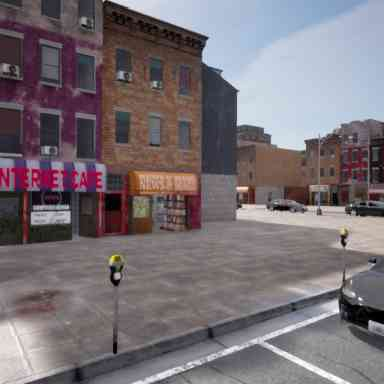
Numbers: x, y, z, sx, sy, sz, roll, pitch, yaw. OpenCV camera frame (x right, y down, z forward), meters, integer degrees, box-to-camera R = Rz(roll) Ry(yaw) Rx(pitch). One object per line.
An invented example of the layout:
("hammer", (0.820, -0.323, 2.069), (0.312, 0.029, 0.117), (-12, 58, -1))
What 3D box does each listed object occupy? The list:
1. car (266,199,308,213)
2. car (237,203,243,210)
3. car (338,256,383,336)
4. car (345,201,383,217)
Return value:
("car", (10.412, 1.549, 36.712), (2.128, 1.511, 4.902), (1, 0, -35))
("car", (4.420, 1.626, 45.162), (2.033, 1.411, 5.357), (1, 0, -36))
("car", (4.435, 1.567, 5.954), (4.313, 1.339, 1.947), (0, 0, -35))
("car", (15.889, 1.542, 28.976), (1.837, 1.490, 4.892), (1, 0, -35))
